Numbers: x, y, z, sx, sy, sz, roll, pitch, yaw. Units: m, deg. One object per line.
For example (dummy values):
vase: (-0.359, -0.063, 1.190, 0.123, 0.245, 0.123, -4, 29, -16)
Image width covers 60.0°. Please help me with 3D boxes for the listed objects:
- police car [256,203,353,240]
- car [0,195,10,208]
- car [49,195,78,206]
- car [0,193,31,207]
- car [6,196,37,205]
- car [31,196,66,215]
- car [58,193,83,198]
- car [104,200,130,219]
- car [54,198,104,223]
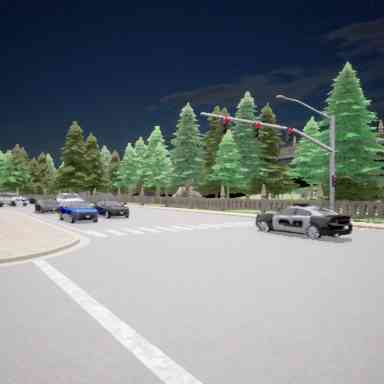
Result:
police car: (5.470, 1.395, 17.050, 1.930, 1.638, 5.238, 0, 0, -34)
car: (-28.502, 1.465, 46.872, 4.892, 1.490, 1.837, 0, 0, 27)
car: (-21.108, 1.320, 54.560, 4.553, 1.767, 2.097, 0, 0, 31)
car: (-27.185, 1.173, 50.149, 5.566, 2.045, 2.150, 0, 0, 26)
car: (-30.239, 1.464, 58.878, 4.892, 1.490, 1.837, 0, 0, 15)
car: (-14.628, 1.463, 33.737, 1.837, 1.490, 4.892, 0, 0, -36)
car: (-14.416, 1.186, 39.408, 2.150, 2.045, 5.566, 0, 0, -38)
car: (-7.146, 1.441, 29.138, 1.882, 1.535, 5.008, 0, 0, -35)
car: (-8.636, 1.436, 25.135, 1.882, 1.535, 5.008, 0, 0, -34)
